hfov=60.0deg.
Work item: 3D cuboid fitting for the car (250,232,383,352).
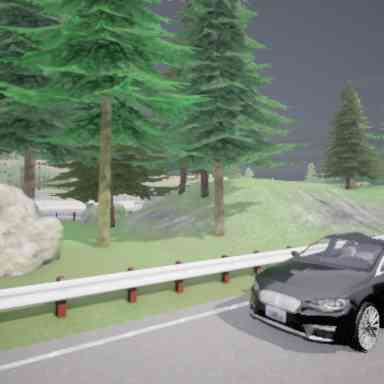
[{"bbox_3d":[3.215,1.577,6.391,4.902,1.511,2.128,1,-1,-36],"label":"car"}]
